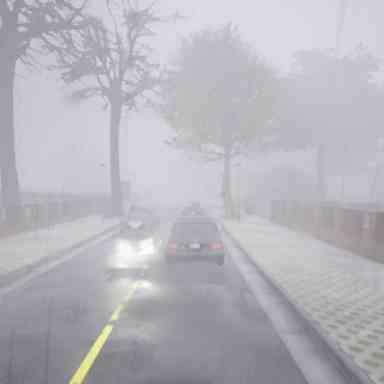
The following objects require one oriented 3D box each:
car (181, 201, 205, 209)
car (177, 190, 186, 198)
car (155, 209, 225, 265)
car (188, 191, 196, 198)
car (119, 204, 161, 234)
[{"bbox_3d":[0.082,1.460,27.751,1.812,1.442,4.674,0,0,0],"label":"car"},{"bbox_3d":[-2.758,0.504,89.498,2.150,2.045,5.566,0,1,0],"label":"car"},{"bbox_3d":[0.083,1.539,11.675,2.033,1.411,5.357,0,0,0],"label":"car"},{"bbox_3d":[-0.008,0.724,84.723,1.882,1.535,5.008,0,1,0],"label":"car"},{"bbox_3d":[-2.846,1.461,19.031,2.128,1.511,4.902,0,0,0],"label":"car"}]
